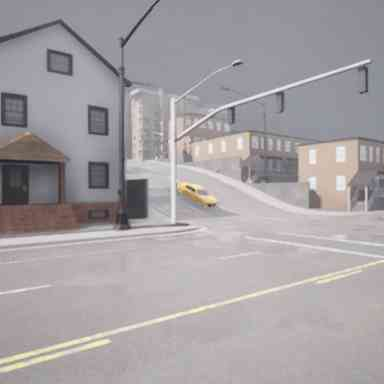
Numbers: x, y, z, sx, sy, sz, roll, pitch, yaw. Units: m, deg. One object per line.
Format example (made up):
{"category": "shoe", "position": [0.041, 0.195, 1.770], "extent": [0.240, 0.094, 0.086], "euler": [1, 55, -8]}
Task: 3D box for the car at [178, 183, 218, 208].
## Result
{"category": "car", "position": [0.571, 0.187, 32.900], "extent": [1.882, 1.535, 5.008], "euler": [0, 20, -37]}
